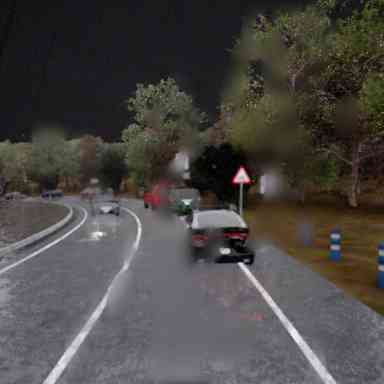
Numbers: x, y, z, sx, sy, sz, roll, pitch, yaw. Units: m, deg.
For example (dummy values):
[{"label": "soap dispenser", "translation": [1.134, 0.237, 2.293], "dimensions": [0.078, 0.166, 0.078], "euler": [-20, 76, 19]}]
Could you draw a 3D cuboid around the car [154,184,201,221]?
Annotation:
[{"label": "car", "translation": [-0.840, 0.620, 21.152], "dimensions": [2.150, 2.045, 5.566], "euler": [-2, 2, -13]}]

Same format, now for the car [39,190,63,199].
[{"label": "car", "translation": [-24.114, 0.410, 56.720], "dimensions": [4.718, 1.301, 1.895], "euler": [-1, 5, 37]}]

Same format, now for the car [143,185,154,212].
[{"label": "car", "translation": [-2.522, 0.409, 27.191], "dimensions": [2.150, 2.045, 5.566], "euler": [-2, 3, -18]}]

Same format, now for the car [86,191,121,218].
[{"label": "car", "translation": [-6.246, 0.903, 23.833], "dimensions": [2.128, 1.511, 4.902], "euler": [-2, 2, -17]}]

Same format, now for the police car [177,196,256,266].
[{"label": "police car", "translation": [0.654, 1.195, 10.946], "dimensions": [1.930, 1.638, 5.238], "euler": [-1, 2, -4]}]

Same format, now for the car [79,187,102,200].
[{"label": "car", "translation": [-14.067, 0.120, 46.508], "dimensions": [2.097, 1.767, 4.553], "euler": [-6, 4, -39]}]

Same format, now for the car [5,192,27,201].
[{"label": "car", "translation": [-30.313, 0.756, 57.145], "dimensions": [4.892, 1.490, 1.837], "euler": [-2, 4, 36]}]
